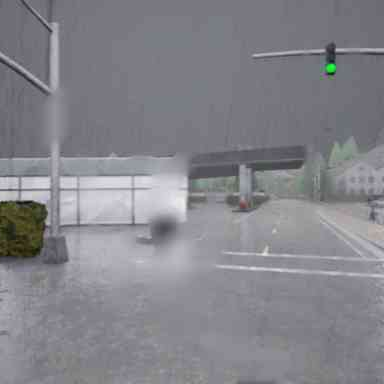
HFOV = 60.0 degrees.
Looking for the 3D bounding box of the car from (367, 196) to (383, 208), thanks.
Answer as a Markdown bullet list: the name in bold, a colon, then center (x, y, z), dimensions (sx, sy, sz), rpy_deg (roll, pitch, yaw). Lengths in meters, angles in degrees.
- **car**: center (28.965, 1.688, 50.745), dimensions (3.806, 1.475, 1.970), rpy_deg (-1, -1, 16)
